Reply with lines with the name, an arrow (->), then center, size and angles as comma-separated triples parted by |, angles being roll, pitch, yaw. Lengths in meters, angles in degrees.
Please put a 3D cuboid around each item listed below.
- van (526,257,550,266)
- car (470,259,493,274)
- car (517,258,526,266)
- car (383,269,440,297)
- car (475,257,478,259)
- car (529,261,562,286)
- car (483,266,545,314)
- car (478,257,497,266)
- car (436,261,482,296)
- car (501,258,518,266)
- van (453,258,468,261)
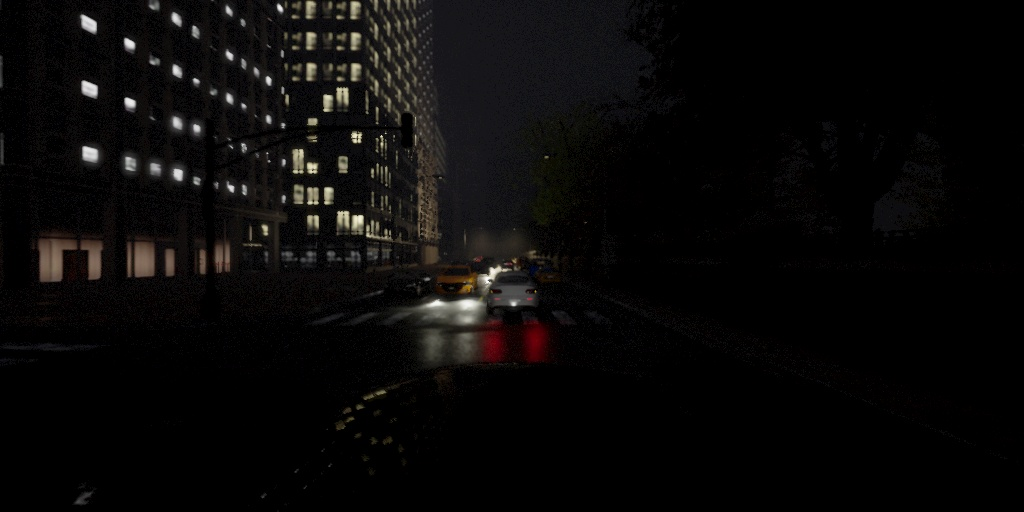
van -> 2.345, 1.093, 30.352 | 1.690, 1.789, 3.998 | 0, 0, -1
car -> -3.177, 1.315, 36.645 | 1.812, 1.442, 4.674 | 0, 0, -1
car -> 2.018, 1.280, 47.152 | 1.751, 1.417, 4.829 | 0, 0, -1
car -> -5.397, 1.351, 18.997 | 2.007, 1.370, 4.403 | 0, 0, 0
car -> -6.293, 1.354, 57.815 | 1.888, 1.381, 4.507 | 0, 0, -2
car -> 2.419, 1.276, 24.977 | 1.751, 1.417, 4.829 | 0, 0, -1
car -> 0.047, 1.289, 13.800 | 1.812, 1.442, 4.674 | 0, 0, 0
car -> -3.475, 1.102, 53.819 | 2.150, 2.045, 5.566 | 0, 0, -2
car -> -2.951, 1.263, 19.891 | 1.882, 1.535, 5.008 | 0, 1, -1
car -> -0.594, 1.264, 48.915 | 2.128, 1.511, 4.902 | 0, 0, -1
van -> -5.876, 1.149, 41.177 | 1.690, 1.789, 3.998 | 0, 0, -1
